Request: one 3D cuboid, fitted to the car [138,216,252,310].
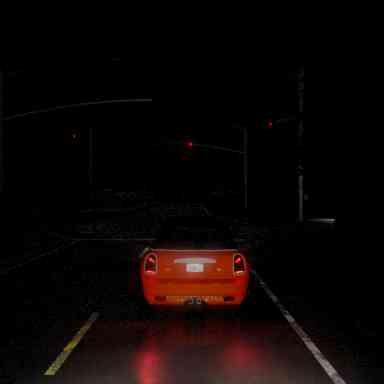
[{"bbox_3d":[0.058,1.352,7.985,2.097,1.767,4.553,0,0,0],"label":"car"}]
